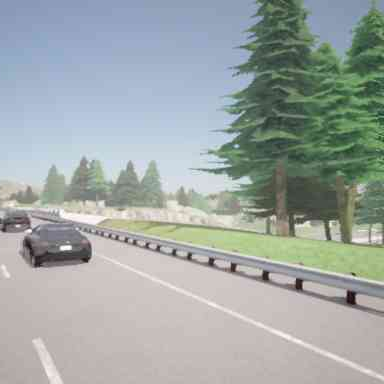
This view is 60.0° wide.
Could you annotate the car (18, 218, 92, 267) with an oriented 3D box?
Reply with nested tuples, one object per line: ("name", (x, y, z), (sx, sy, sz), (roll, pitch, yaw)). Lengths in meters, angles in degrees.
("car", (-5.385, 1.913, 13.023), (1.994, 1.385, 4.181), (1, -2, -33))

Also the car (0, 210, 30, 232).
("car", (-13.519, 2.168, 25.394), (1.837, 1.490, 4.892), (1, -2, -33))
